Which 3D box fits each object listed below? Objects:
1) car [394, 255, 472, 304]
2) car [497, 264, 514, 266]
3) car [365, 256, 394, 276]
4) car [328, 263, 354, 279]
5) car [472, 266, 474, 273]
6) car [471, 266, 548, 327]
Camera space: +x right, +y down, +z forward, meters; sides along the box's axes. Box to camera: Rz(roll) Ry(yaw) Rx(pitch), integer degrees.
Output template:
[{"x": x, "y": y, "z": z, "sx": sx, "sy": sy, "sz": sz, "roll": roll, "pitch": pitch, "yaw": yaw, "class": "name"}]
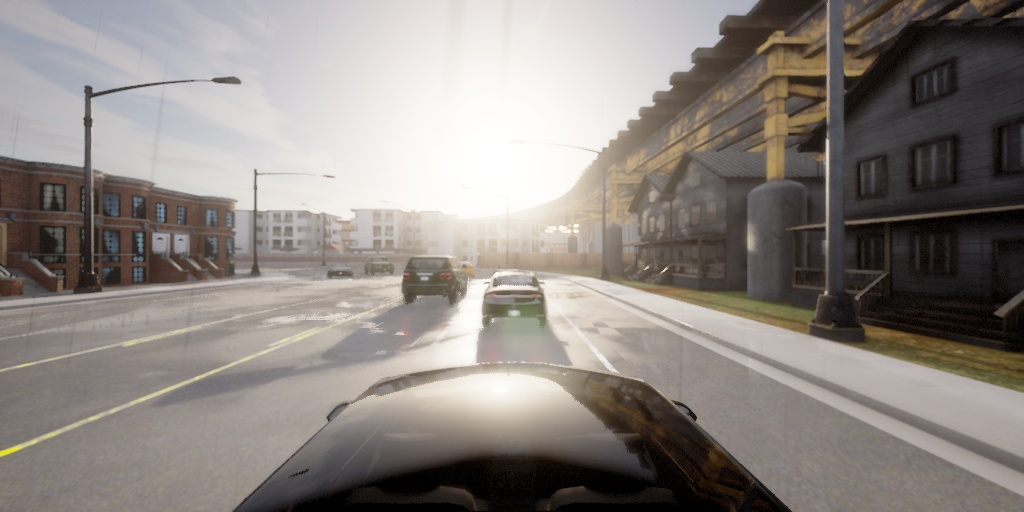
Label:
[{"x": -3.406, "y": 0.981, "z": 16.693, "sx": 2.150, "sy": 2.045, "sz": 5.566, "roll": 0, "pitch": 0, "yaw": 0, "class": "car"}, {"x": -0.621, "y": 1.371, "z": 31.496, "sx": 1.895, "sy": 1.301, "sz": 4.718, "roll": 0, "pitch": 0, "yaw": -8, "class": "car"}, {"x": -14.346, "y": 0.997, "z": 38.653, "sx": 2.150, "sy": 2.045, "sz": 5.566, "roll": 1, "pitch": 0, "yaw": -32, "class": "car"}, {"x": -15.848, "y": 1.336, "z": 33.333, "sx": 1.994, "sy": 1.385, "sz": 4.181, "roll": 0, "pitch": 0, "yaw": -23, "class": "car"}, {"x": -4.860, "y": 1.250, "z": 34.406, "sx": 1.882, "sy": 1.535, "sz": 5.008, "roll": 0, "pitch": 0, "yaw": -15, "class": "car"}, {"x": 0.076, "y": 1.250, "z": 11.592, "sx": 2.128, "sy": 1.511, "sz": 4.902, "roll": 0, "pitch": 0, "yaw": 0, "class": "car"}]
